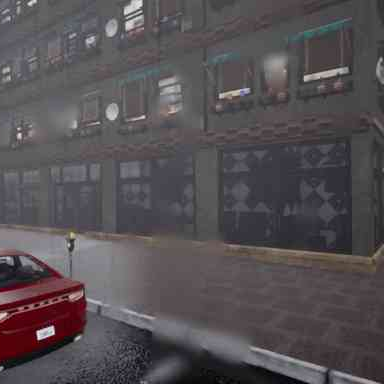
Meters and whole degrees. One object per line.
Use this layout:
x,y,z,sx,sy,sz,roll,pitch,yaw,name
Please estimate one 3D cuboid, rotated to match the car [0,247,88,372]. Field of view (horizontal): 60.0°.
-3.557,1.546,5.267,4.507,1.381,1.887,0,-1,36,car
